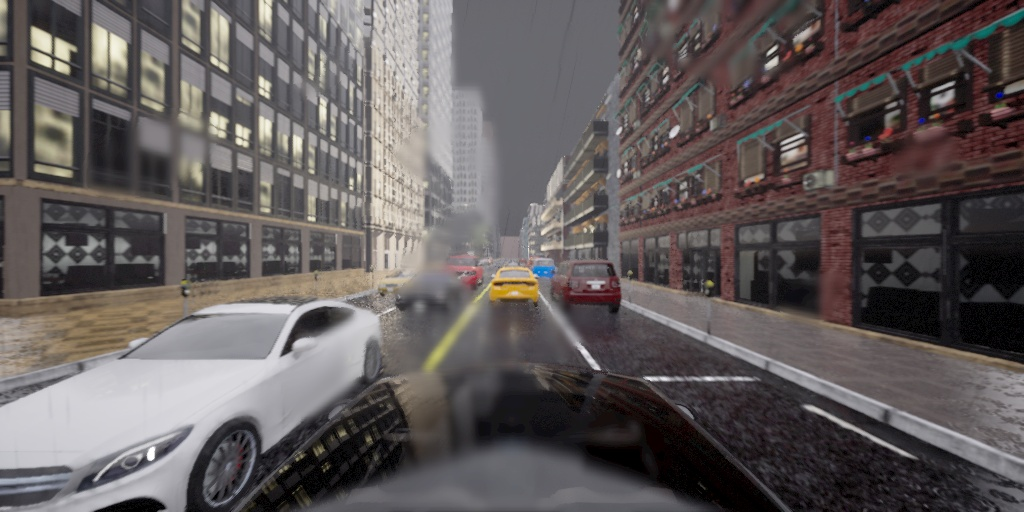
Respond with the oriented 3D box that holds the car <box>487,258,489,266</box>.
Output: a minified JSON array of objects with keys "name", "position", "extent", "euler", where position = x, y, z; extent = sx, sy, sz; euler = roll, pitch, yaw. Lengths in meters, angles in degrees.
[{"name":"car","position":[-5.664,1.308,63.834],"extent":[2.007,1.370,4.403],"euler":[0,0,0]}]

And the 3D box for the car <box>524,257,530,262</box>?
[{"name":"car","position":[2.707,1.065,41.628],"extent":[2.192,1.841,5.009],"euler":[0,0,0]}]

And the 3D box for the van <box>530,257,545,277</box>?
[{"name":"van","position":[2.702,1.089,30.527],"extent":[1.690,1.789,3.998],"euler":[0,0,0]}]

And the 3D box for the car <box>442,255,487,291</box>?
[{"name":"car","position":[-2.991,0.968,22.246],"extent":[2.150,2.045,5.566],"euler":[0,0,0]}]

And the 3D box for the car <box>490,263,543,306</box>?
[{"name":"car","position":[0.106,1.226,15.720],"extent":[1.882,1.535,5.008],"euler":[0,0,0]}]

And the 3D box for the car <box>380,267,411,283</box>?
[{"name":"car","position":[-5.683,1.274,19.258],"extent":[1.751,1.417,4.829],"euler":[0,0,0]}]

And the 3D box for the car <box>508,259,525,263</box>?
[{"name":"car","position":[0.106,1.314,39.949],"extent":[1.994,1.385,4.181],"euler":[0,0,0]}]

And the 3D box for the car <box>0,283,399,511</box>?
[{"name":"car","position":[-3.089,1.275,4.375],"extent":[1.812,1.442,4.674],"euler":[0,0,0]}]

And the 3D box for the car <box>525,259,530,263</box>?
[{"name":"car","position":[2.705,1.299,36.078],"extent":[2.007,1.370,4.403],"euler":[0,0,0]}]

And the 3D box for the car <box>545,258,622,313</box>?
[{"name":"car","position":[2.696,1.063,13.875],"extent":[2.192,1.841,5.009],"euler":[0,0,0]}]

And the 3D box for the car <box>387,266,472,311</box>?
[{"name":"car","position":[-3.066,1.296,14.647],"extent":[2.033,1.411,5.357],"euler":[0,0,0]}]
